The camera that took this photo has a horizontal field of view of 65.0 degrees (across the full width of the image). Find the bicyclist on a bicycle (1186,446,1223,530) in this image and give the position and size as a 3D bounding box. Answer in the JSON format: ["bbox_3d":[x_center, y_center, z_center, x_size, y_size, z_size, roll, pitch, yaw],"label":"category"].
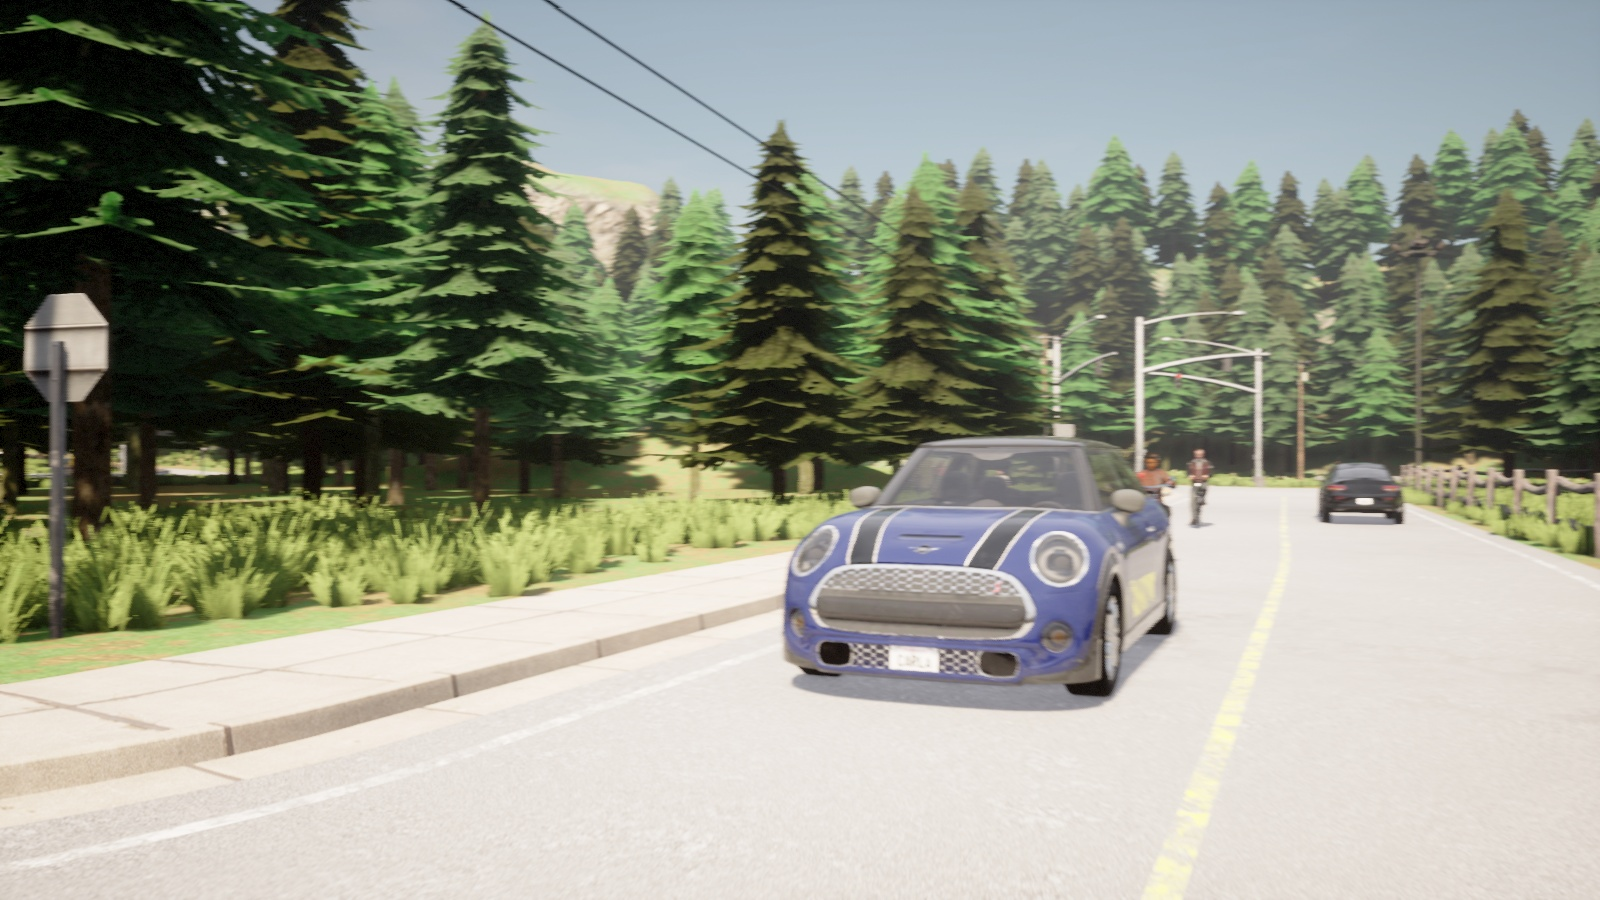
[{"bbox_3d":[8.889,0.811,27.537,0.659,1.776,1.843,0,-1,21],"label":"bicyclist on a bicycle"}]

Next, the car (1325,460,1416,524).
[{"bbox_3d":[14.091,0.982,31.237,1.812,1.442,4.674,0,0,21],"label":"car"}]

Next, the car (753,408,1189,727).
[{"bbox_3d":[1.578,0.669,9.474,2.097,1.767,4.553,0,0,24],"label":"car"}]

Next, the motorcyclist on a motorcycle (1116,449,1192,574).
[{"bbox_3d":[5.035,0.816,17.740,0.766,1.649,2.350,0,0,22],"label":"motorcyclist on a motorcycle"}]
